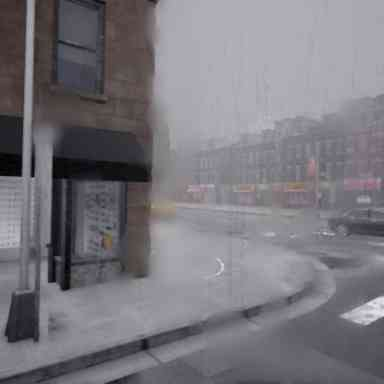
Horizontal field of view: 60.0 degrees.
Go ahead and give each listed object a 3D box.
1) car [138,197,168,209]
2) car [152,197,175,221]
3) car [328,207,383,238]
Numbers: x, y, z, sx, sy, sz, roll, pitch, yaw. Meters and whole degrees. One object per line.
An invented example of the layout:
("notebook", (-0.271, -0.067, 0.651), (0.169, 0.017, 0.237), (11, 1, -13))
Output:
("car", (-5.617, 1.520, 47.206), (1.882, 1.535, 5.008), (2, -1, -36))
("car", (-3.238, 1.424, 27.022), (1.882, 1.535, 5.008), (2, -1, -36))
("car", (8.964, 1.516, 15.772), (1.837, 1.490, 4.892), (2, -1, -36))
